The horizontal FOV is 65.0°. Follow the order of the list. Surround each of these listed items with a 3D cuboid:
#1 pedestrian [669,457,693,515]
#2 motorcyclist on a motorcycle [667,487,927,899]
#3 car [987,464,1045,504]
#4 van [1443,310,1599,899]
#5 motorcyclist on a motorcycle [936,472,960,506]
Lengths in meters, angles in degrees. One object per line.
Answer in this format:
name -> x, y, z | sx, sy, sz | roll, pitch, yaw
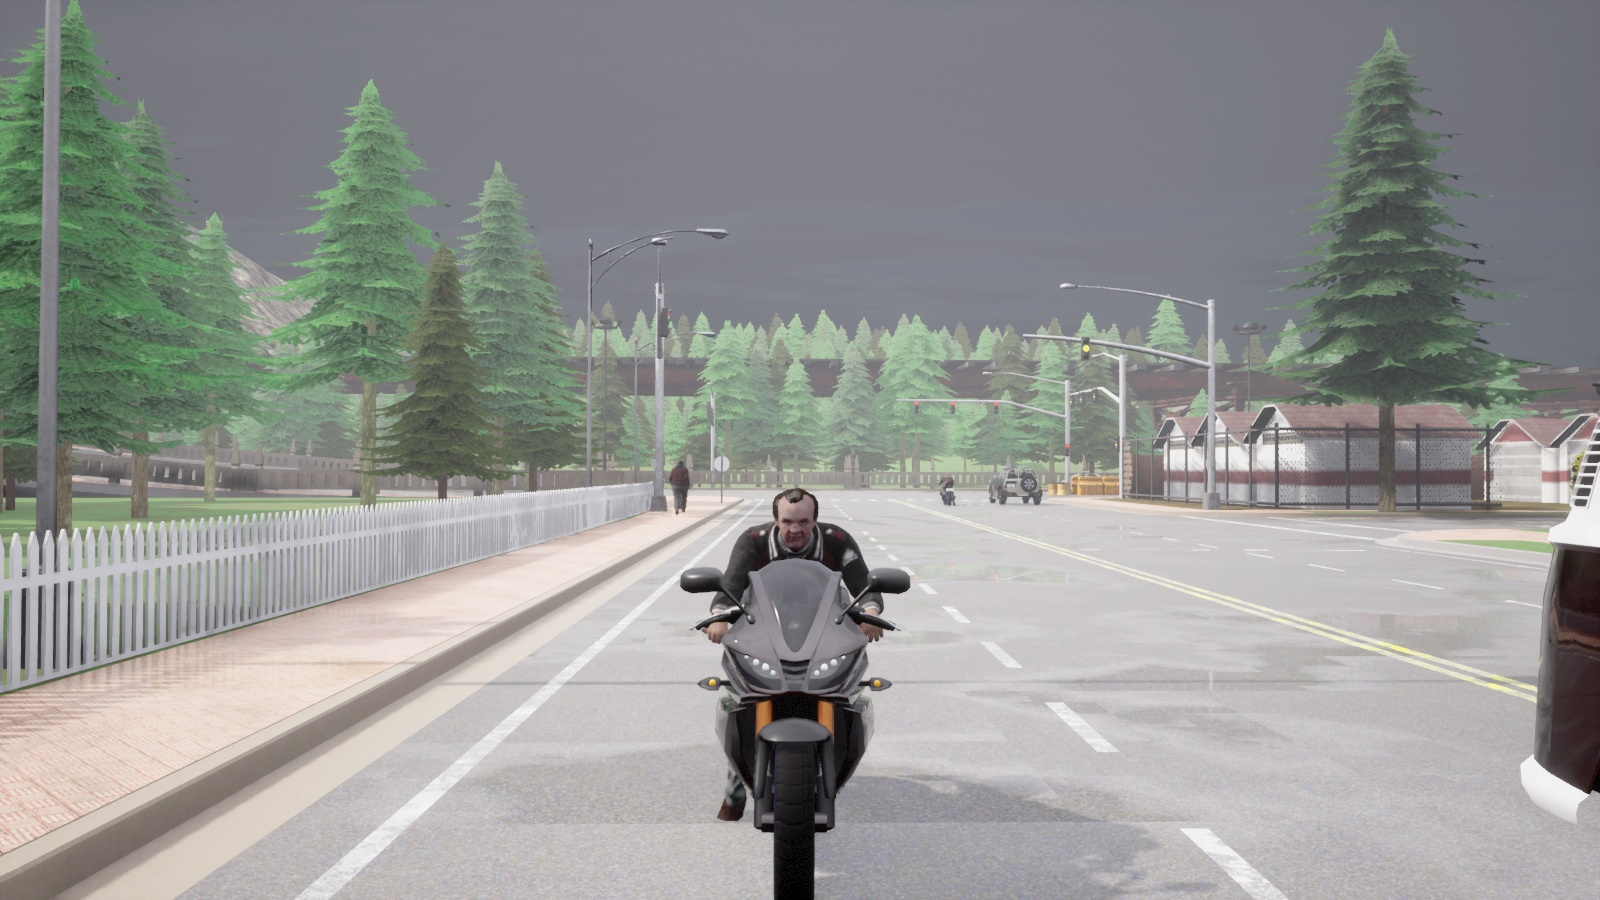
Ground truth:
pedestrian -> -3.837, 1.169, 40.605 | 0.634, 1.844, 0.899 | 0, -1, 4
motorcyclist on a motorcycle -> -0.013, 0.939, 5.313 | 0.866, 1.530, 2.191 | 0, -1, 0
car -> 10.351, 1.604, 60.516 | 1.932, 1.855, 4.605 | 0, -1, 0
van -> 3.490, 0.566, 2.510 | 2.069, 2.038, 4.480 | 0, -1, 0
motorcyclist on a motorcycle -> 6.856, 1.800, 58.352 | 0.866, 1.530, 2.191 | 0, -1, 0
